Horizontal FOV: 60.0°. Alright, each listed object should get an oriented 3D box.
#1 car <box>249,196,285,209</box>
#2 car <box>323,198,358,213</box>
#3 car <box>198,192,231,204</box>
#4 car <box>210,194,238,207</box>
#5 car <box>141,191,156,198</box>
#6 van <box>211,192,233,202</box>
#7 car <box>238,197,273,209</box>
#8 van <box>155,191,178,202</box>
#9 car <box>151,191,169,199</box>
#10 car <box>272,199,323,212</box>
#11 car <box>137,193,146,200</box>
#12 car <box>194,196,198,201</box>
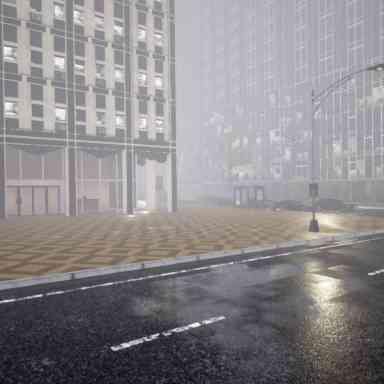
[{"bbox_3d":[9.578,1.316,42.773,1.994,1.385,4.181,-1,1,-35],"label":"car"},{"bbox_3d":[14.976,1.364,34.936,1.812,1.442,4.674,-1,1,-34],"label":"car"},{"bbox_3d":[3.688,1.205,51.348,2.033,1.411,5.357,-1,1,-34],"label":"car"},{"bbox_3d":[4.833,1.319,45.023,1.947,1.339,4.313,0,1,-35],"label":"car"},{"bbox_3d":[-10.779,0.685,82.571,1.967,1.590,4.097,0,1,-35],"label":"car"},{"bbox_3d":[5.335,0.855,59.162,1.690,1.788,3.998,0,1,-35],"label":"van"},{"bbox_3d":[8.008,1.388,40.309,1.802,1.307,4.206,0,1,-35],"label":"car"},{"bbox_3d":[-4.790,0.936,59.093,1.690,1.788,3.998,0,1,-35],"label":"van"},{"bbox_3d":[-7.556,0.614,77.888,2.192,1.841,5.009,0,1,-35],"label":"car"},{"bbox_3d":[11.217,1.423,35.615,1.947,1.339,4.313,0,1,-35],"label":"car"},{"bbox_3d":[-11.236,1.039,68.459,2.008,1.369,4.403,0,1,-35],"label":"car"},{"bbox_3d":[2.113,1.043,63.846,1.802,1.307,4.206,0,1,-35],"label":"car"}]
